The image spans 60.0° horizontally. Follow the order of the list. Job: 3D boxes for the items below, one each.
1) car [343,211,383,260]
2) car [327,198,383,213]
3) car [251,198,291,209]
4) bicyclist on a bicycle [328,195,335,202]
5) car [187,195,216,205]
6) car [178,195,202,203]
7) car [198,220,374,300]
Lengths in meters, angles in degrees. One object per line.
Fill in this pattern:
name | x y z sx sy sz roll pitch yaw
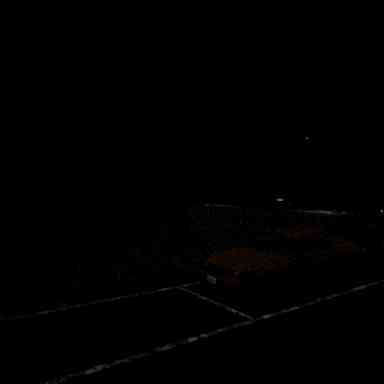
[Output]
car | 7.156 1.546 11.673 4.507 1.381 1.887 0 1 -35
car | 14.732 1.338 30.238 2.128 1.511 4.902 1 0 -34
car | 9.087 1.357 38.480 1.895 1.301 4.718 1 0 -34
bicyclist on a bicycle | 16.341 1.154 38.933 1.656 1.620 0.582 0 0 -34
car | 1.670 1.200 49.338 1.994 1.385 4.181 1 0 -34
car | -0.455 1.192 57.981 1.895 1.301 4.718 1 0 -34
car | 2.395 1.526 8.370 4.829 1.417 1.752 0 1 -35
